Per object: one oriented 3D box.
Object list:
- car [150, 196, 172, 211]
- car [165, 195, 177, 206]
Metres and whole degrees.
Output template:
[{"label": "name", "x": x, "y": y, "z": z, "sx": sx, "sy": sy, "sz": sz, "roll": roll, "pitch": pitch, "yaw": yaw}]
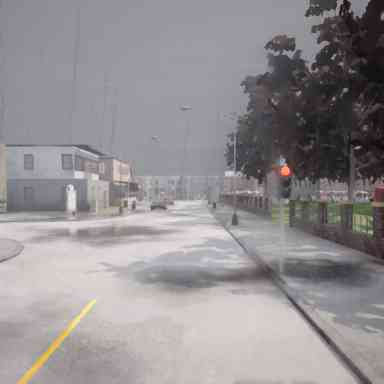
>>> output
[{"label": "car", "x": -4.062, "y": 1.547, "z": 42.011, "sx": 2.033, "sy": 1.411, "sz": 5.357, "roll": 0, "pitch": 0, "yaw": 0}, {"label": "car", "x": -4.040, "y": 1.351, "z": 54.688, "sx": 2.097, "sy": 1.767, "sz": 4.553, "roll": 0, "pitch": 0, "yaw": 0}]
